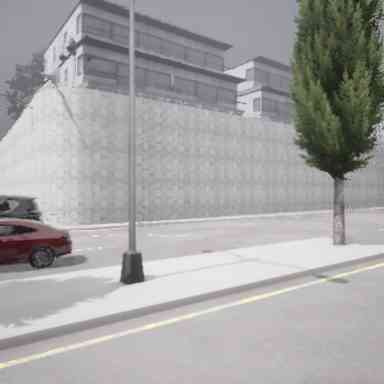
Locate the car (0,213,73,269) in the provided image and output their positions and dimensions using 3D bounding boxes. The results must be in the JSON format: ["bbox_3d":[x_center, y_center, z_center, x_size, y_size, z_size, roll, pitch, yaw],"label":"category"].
[{"bbox_3d":[-5.891,1.505,9.606,4.674,1.442,1.812,1,0,-36],"label":"car"}]

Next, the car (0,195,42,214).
[{"bbox_3d":[-8.917,1.120,13.236,5.566,2.045,2.150,2,1,-15],"label":"car"}]
